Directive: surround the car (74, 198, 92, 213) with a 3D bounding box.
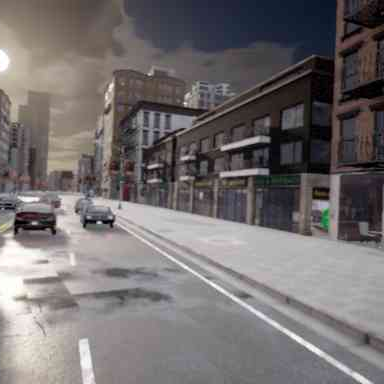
[{"bbox_3d":[-10.588,1.324,32.859,2.033,1.411,5.357,3,0,-21],"label":"car"}]

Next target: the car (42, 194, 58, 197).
[{"bbox_3d":[-14.584,0.959,34.333,2.097,1.767,4.553,3,0,-21],"label":"car"}]

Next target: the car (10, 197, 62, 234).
[{"bbox_3d":[-8.088,1.248,17.544,1.882,1.535,5.008,3,0,-21],"label":"car"}]

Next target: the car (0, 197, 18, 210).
[{"bbox_3d":[-16.600,1.084,29.968,1.895,1.301,4.718,3,0,-21],"label":"car"}]

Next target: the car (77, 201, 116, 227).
[{"bbox_3d":[-6.173,1.489,21.492,1.895,1.301,4.718,3,0,-21],"label":"car"}]
